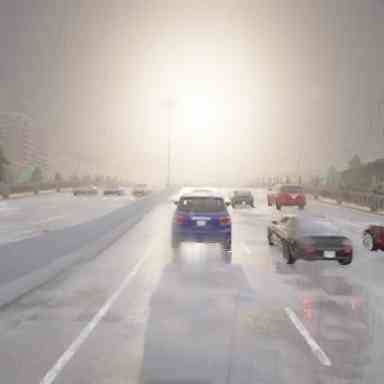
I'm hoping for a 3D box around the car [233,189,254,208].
[{"bbox_3d":[4.338,0.506,29.652,1.837,1.490,4.892,1,3,2],"label":"car"}]

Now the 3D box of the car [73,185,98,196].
[{"bbox_3d":[-13.029,-0.222,40.867,1.994,1.385,4.181,1,3,2],"label":"car"}]

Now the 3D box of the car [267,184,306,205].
[{"bbox_3d":[7.786,0.357,27.819,2.150,2.045,5.566,1,3,2],"label":"car"}]

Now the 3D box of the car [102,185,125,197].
[{"bbox_3d":[-9.530,-0.178,40.812,1.994,1.385,4.181,1,3,2],"label":"car"}]

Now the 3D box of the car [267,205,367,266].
[{"bbox_3d":[3.810,1.435,11.323,1.812,1.442,4.674,1,2,2],"label":"car"}]

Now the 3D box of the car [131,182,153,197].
[{"bbox_3d":[-6.036,-0.332,40.472,2.097,1.767,4.553,1,3,2],"label":"car"}]

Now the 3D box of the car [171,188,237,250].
[{"bbox_3d":[0.389,1.002,13.599,2.150,2.045,5.566,1,2,2],"label":"car"}]

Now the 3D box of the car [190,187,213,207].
[{"bbox_3d":[0.867,0.386,30.627,1.882,1.535,5.008,1,3,2],"label":"car"}]

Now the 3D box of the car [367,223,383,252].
[{"bbox_3d":[7.280,1.460,10.424,1.882,1.535,5.008,1,2,2],"label":"car"}]
